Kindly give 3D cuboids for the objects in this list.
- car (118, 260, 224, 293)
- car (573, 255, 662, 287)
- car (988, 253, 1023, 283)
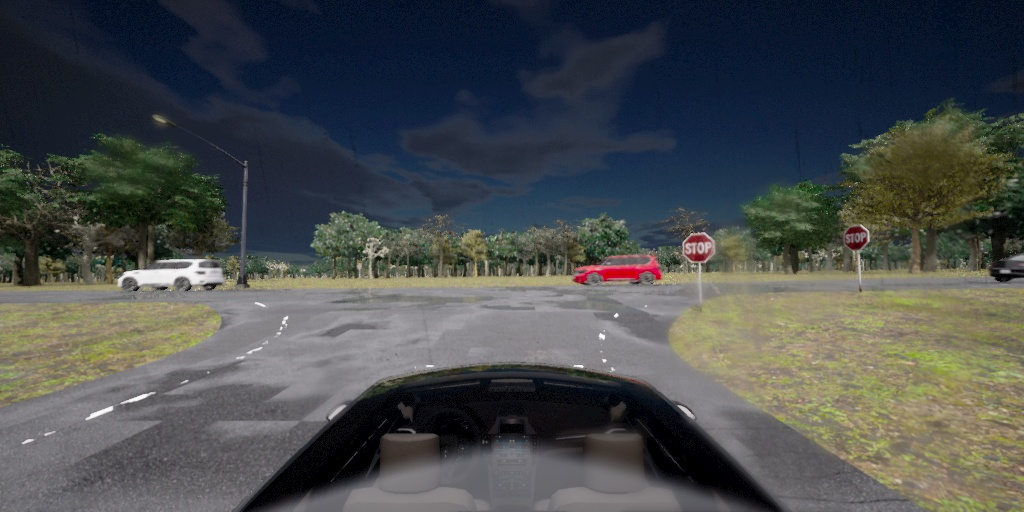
[{"bbox_3d":[-21.913,1.287,23.246,5.566,2.045,2.150,-1,-3,1],"label":"car"},{"bbox_3d":[6.779,1.017,23.252,5.566,2.045,2.150,-1,-3,-1],"label":"car"},{"bbox_3d":[25.045,0.505,16.600,4.674,1.442,1.812,-1,-3,-1],"label":"car"}]
